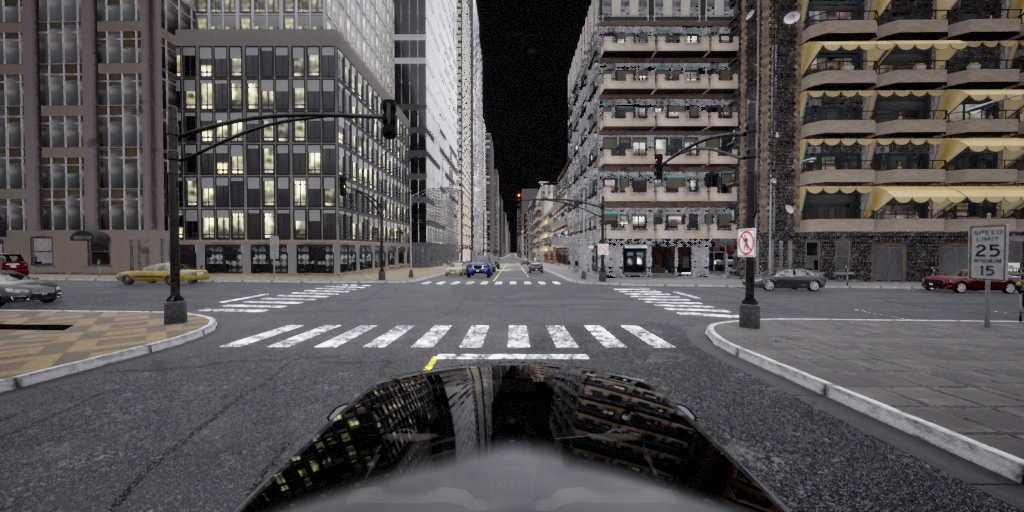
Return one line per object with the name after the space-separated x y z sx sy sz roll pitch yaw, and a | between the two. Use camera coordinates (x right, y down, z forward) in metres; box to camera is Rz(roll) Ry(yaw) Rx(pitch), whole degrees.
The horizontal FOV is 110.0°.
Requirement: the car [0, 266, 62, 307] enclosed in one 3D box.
-20.265 1.204 13.905 4.403 1.370 2.007 0 0 1 | car

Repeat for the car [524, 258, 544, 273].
2.762 1.289 42.170 2.007 1.370 4.403 0 0 0 | car

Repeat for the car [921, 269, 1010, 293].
27.409 1.461 21.499 4.507 1.381 1.888 0 0 1 | car

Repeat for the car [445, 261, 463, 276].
-5.629 1.265 36.361 1.751 1.417 4.829 0 0 0 | car

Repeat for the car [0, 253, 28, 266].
-33.577 0.712 22.468 5.009 1.841 2.192 0 0 1 | car

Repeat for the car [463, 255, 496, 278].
-3.042 0.962 34.662 2.150 2.045 5.566 0 0 0 | car

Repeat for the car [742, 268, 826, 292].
16.344 1.375 21.674 4.403 1.370 2.007 0 0 1 | car

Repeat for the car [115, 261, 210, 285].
-21.631 1.029 22.242 4.829 1.417 1.751 0 0 1 | car

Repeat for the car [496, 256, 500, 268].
-2.994 0.957 55.349 2.150 2.045 5.566 0 0 0 | car

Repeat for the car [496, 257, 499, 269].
-3.017 1.216 44.793 1.882 1.535 5.008 0 0 0 | car

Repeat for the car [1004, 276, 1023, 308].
21.736 1.576 13.208 4.313 1.339 1.948 0 0 1 | car
